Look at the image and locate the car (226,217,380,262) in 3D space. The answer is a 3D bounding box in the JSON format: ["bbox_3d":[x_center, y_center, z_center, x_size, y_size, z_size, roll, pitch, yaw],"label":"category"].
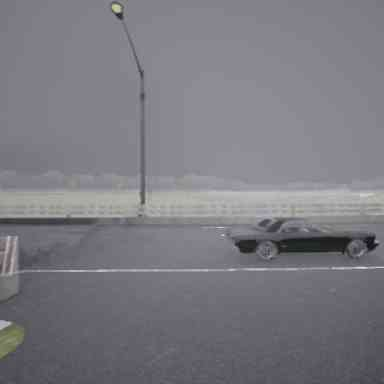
[{"bbox_3d":[3.613,1.507,11.235,4.718,1.301,1.895,0,0,-3],"label":"car"}]
